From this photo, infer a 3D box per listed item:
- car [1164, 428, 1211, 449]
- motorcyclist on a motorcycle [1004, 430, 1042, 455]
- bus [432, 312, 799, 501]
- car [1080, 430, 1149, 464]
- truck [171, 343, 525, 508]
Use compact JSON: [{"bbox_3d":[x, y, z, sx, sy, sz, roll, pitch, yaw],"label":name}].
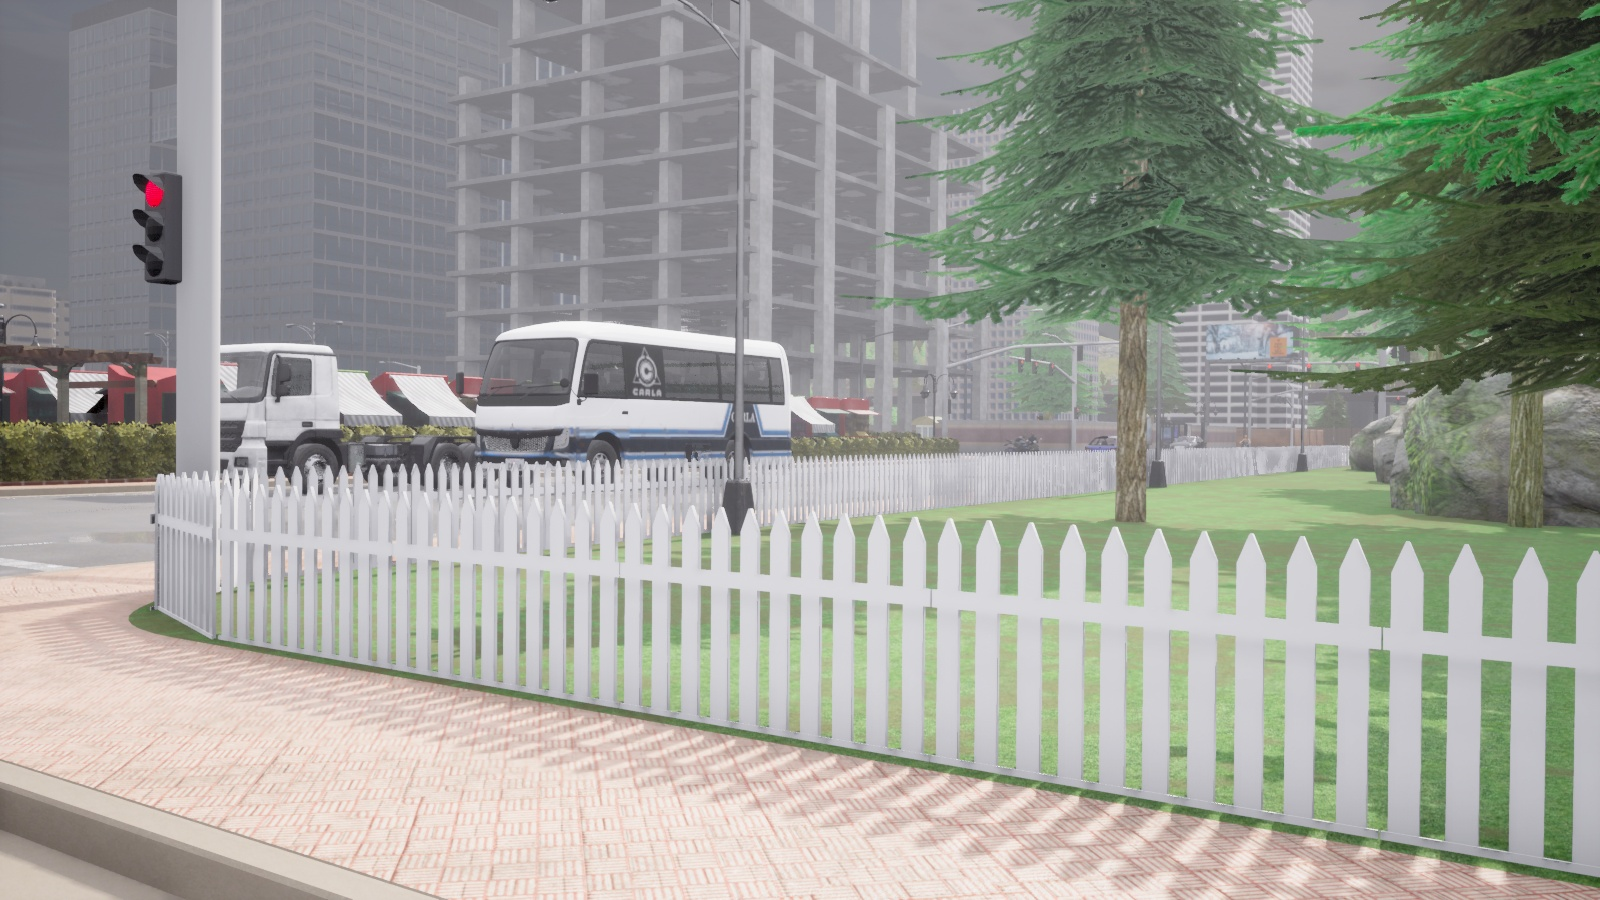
[{"bbox_3d":[28.794,-0.845,93.194,2.128,1.511,4.902,0,1,32],"label":"car"},{"bbox_3d":[14.038,-0.481,79.193,2.191,1.530,0.866,1,1,25],"label":"motorcyclist on a motorcycle"},{"bbox_3d":[-4.467,-1.065,33.700,3.944,4.253,10.273,0,1,32],"label":"bus"},{"bbox_3d":[14.279,-0.162,56.946,1.816,1.474,4.193,0,1,32],"label":"car"},{"bbox_3d":[-10.611,-0.571,30.501,2.891,3.462,7.936,0,1,32],"label":"truck"}]
